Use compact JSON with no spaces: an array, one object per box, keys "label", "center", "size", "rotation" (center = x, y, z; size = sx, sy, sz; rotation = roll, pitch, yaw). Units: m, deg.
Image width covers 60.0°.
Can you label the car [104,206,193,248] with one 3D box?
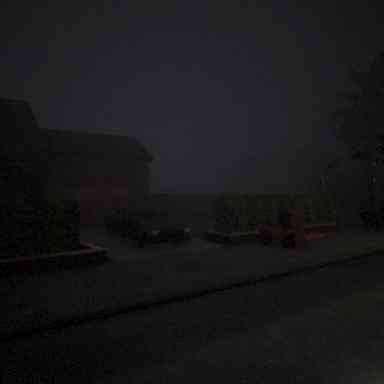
[{"label":"car","center":[-2.095,1.322,13.903],"size":[2.033,1.415,5.357],"rotation":[0,0,-33]}]
